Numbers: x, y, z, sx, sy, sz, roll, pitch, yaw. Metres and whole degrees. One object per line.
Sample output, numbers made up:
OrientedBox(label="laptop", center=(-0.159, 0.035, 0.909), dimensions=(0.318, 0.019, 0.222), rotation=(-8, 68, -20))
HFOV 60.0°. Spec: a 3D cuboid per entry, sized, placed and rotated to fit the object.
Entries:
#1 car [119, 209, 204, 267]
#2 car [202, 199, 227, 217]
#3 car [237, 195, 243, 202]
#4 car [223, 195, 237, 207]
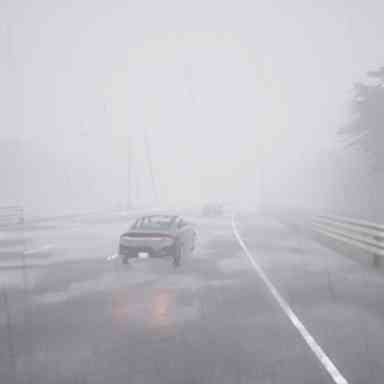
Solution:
OrientedBox(label="car", center=(-1.007, 1.527, 11.570), dimensions=(2.128, 1.511, 4.902), rotation=(0, 0, 8))
OrientedBox(label="car", center=(2.153, 1.705, 33.137), dimensions=(1.895, 1.301, 4.718), rotation=(0, 0, 9))
OrientedBox(label="car", center=(11.107, 1.925, 82.891), dimensions=(1.895, 1.301, 4.718), rotation=(0, 0, 11))
OrientedBox(label="car", center=(5.915, 1.726, 55.502), dimensions=(2.033, 1.411, 5.357), rotation=(0, 0, 10))
